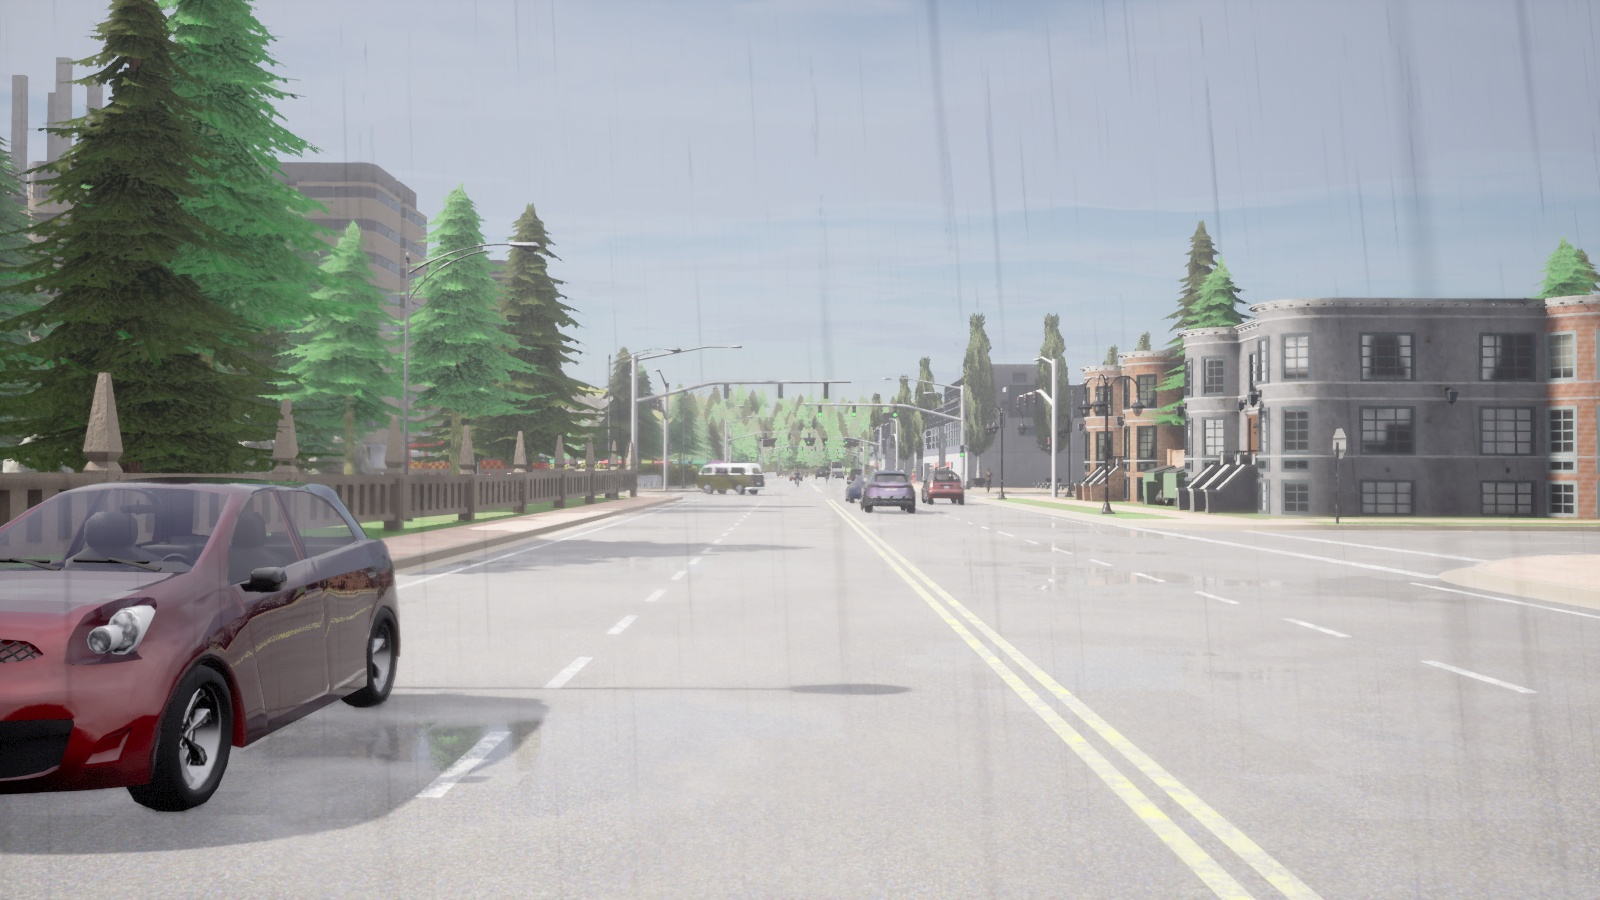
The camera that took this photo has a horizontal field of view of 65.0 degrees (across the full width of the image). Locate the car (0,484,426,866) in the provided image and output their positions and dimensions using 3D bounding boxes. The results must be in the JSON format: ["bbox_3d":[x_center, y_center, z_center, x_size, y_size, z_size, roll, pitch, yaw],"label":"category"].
[{"bbox_3d":[-3.515,0.958,6.892,1.845,1.501,3.633,0,-1,0],"label":"car"}]

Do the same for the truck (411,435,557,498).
[{"bbox_3d":[-19.815,1.053,79.054,8.468,3.827,2.891,0,-1,0],"label":"truck"}]

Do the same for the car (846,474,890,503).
[{"bbox_3d":[3.360,1.917,62.817,1.994,1.385,4.181,0,-1,0],"label":"car"}]

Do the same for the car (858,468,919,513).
[{"bbox_3d":[3.391,1.549,48.850,2.033,1.649,4.856,0,-1,0],"label":"car"}]

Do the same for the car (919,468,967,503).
[{"bbox_3d":[6.864,1.703,60.755,1.851,1.617,3.988,0,-1,0],"label":"car"}]

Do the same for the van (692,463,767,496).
[{"bbox_3d":[-4.555,1.914,81.085,4.480,2.038,2.069,-1,-2,30],"label":"van"}]
